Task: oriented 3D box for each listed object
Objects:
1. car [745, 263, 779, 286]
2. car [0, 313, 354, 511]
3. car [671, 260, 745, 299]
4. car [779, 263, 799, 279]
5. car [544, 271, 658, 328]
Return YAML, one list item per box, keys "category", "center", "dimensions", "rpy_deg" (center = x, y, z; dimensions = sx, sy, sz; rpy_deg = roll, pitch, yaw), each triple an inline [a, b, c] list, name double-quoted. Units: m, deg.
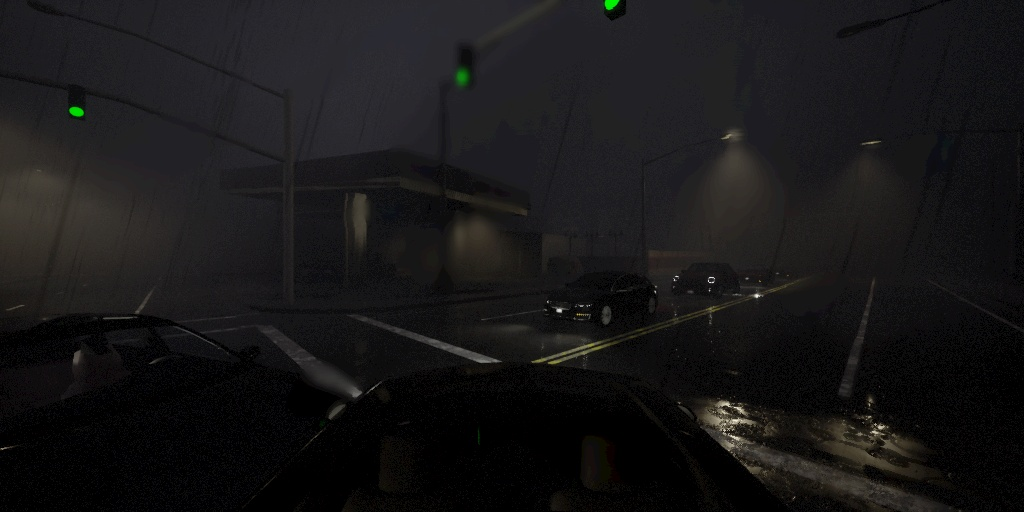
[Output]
- category: "car"
  center: [16.977, 1.314, 25.169]
  dimensions: [1.994, 1.385, 4.181]
  rpy_deg: [0, 0, 45]
- category: "car"
  center: [-3.387, 1.242, 2.660]
  dimensions: [4.902, 1.511, 2.128]
  rpy_deg: [0, 0, 16]
- category: "car"
  center: [9.960, 1.102, 18.350]
  dimensions: [4.553, 1.767, 2.097]
  rpy_deg: [0, 0, -44]
- category: "car"
  center: [24.202, 1.314, 32.129]
  dimensions: [4.181, 1.385, 1.994]
  rpy_deg: [0, 0, -44]
- category: "car"
  center: [3.032, 1.255, 11.595]
  dimensions: [4.892, 1.490, 1.837]
  rpy_deg: [0, 0, -45]
